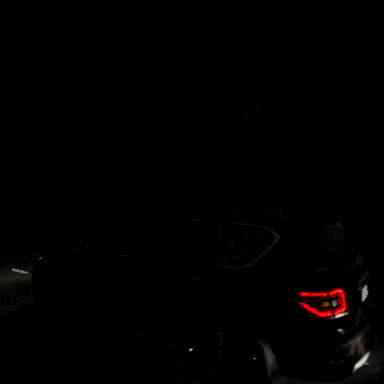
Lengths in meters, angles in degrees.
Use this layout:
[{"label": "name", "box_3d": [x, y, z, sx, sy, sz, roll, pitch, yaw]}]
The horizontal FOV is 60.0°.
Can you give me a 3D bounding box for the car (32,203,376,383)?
[{"label": "car", "box_3d": [-0.247, 1.216, 5.305, 5.566, 2.045, 2.150, 0, 1, 36]}]
